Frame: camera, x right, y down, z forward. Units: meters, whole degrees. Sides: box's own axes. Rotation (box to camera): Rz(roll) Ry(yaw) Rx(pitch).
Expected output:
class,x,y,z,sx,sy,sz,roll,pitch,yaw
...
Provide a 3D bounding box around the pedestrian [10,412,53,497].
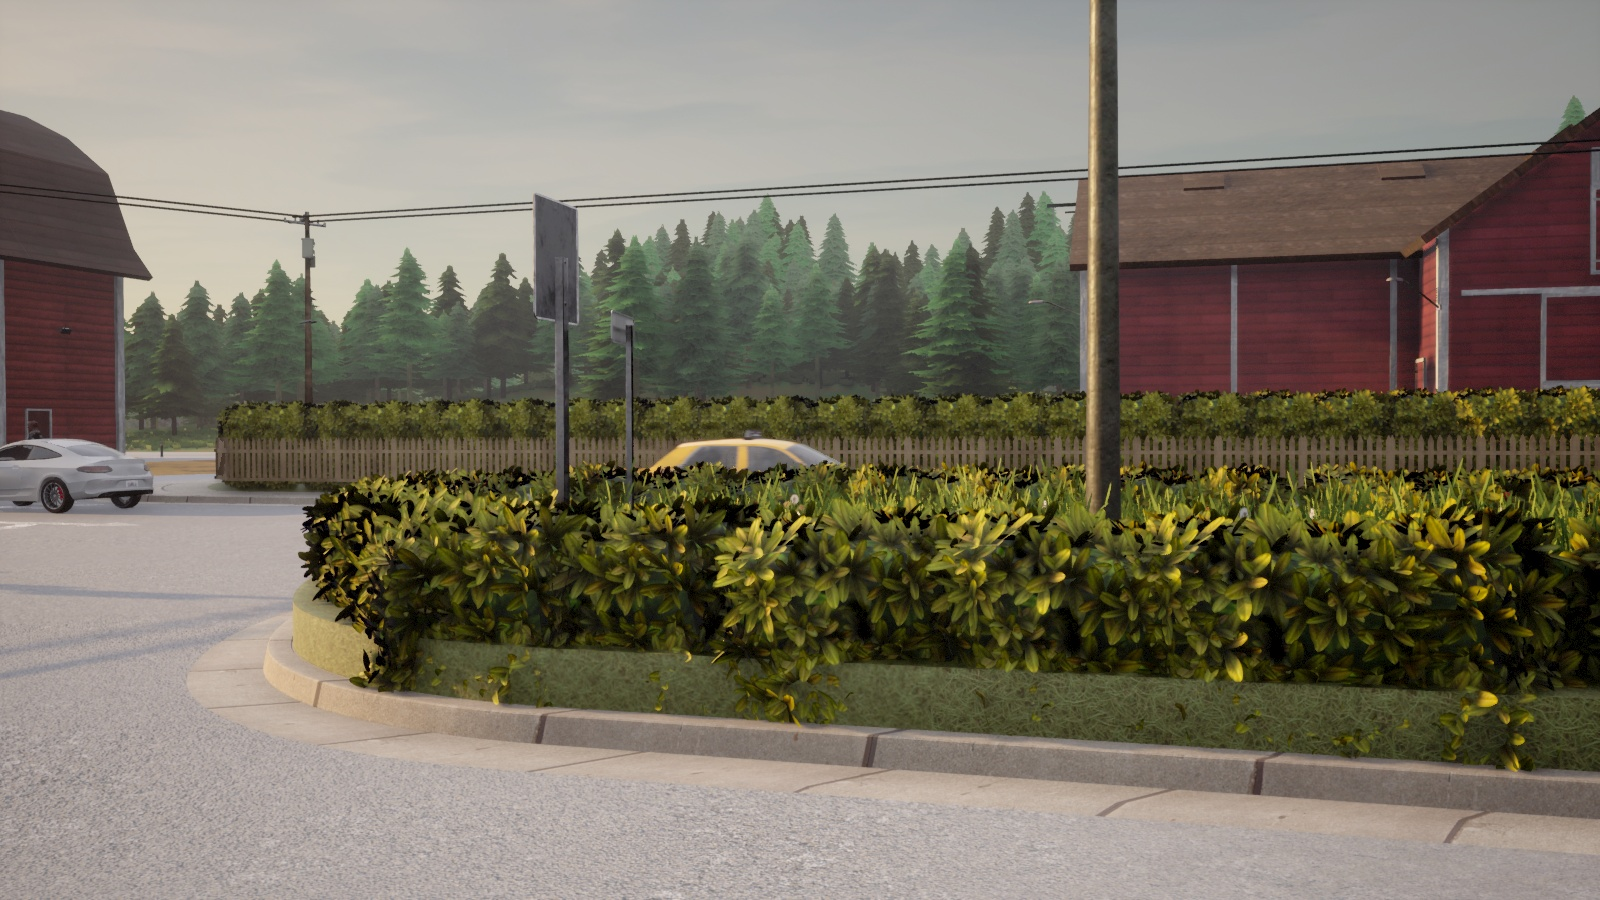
class,x,y,z,sx,sy,sz,roll,pitch,yaw
pedestrian,-16.986,0.101,27.768,0.720,1.854,0.376,0,1,-16

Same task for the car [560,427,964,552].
class,x,y,z,sx,sy,sz,roll,pitch,yaw
car,-0.514,0.481,17.639,5.366,1.575,1.801,0,1,16

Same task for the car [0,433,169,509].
class,x,y,z,sx,sy,sz,roll,pitch,yaw
car,-15.440,0.383,25.649,4.674,1.442,1.812,1,1,19
